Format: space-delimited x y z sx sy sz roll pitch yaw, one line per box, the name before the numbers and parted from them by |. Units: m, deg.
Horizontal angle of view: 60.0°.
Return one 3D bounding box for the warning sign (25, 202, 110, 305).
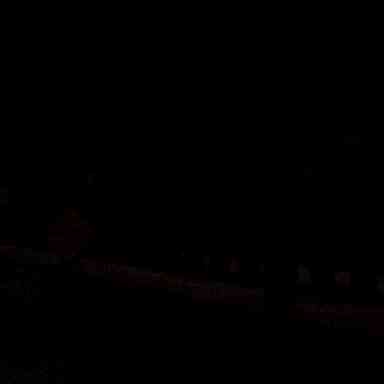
warning sign | -2.595 1.172 7.012 1.060 1.860 1.300 -1 0 36
